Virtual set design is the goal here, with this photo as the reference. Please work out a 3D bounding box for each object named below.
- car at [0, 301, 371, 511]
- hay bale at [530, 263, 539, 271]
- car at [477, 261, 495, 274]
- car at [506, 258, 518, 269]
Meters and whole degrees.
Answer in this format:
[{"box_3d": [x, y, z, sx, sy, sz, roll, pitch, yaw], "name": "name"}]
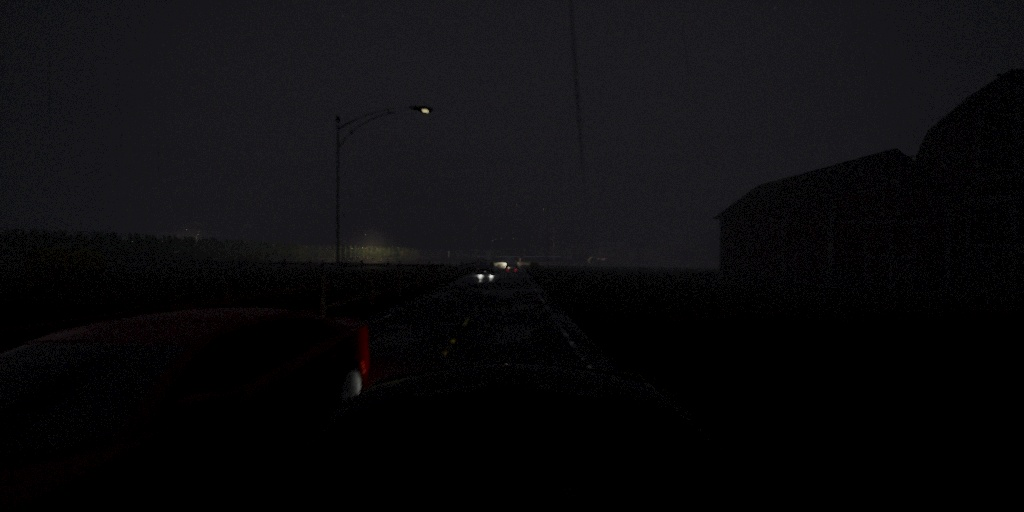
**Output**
[{"box_3d": [-2.841, 1.227, 2.841, 1.882, 1.535, 5.008, 0, 0, 0], "name": "car"}, {"box_3d": [3.106, 1.400, 49.319, 1.220, 1.180, 1.240, 0, 0, 0], "name": "hay bale"}, {"box_3d": [-2.857, 1.291, 40.690, 2.033, 1.411, 5.357, 0, 0, 0], "name": "car"}, {"box_3d": [-0.022, 1.270, 57.961, 1.812, 1.442, 4.674, 0, 0, 0], "name": "car"}]
